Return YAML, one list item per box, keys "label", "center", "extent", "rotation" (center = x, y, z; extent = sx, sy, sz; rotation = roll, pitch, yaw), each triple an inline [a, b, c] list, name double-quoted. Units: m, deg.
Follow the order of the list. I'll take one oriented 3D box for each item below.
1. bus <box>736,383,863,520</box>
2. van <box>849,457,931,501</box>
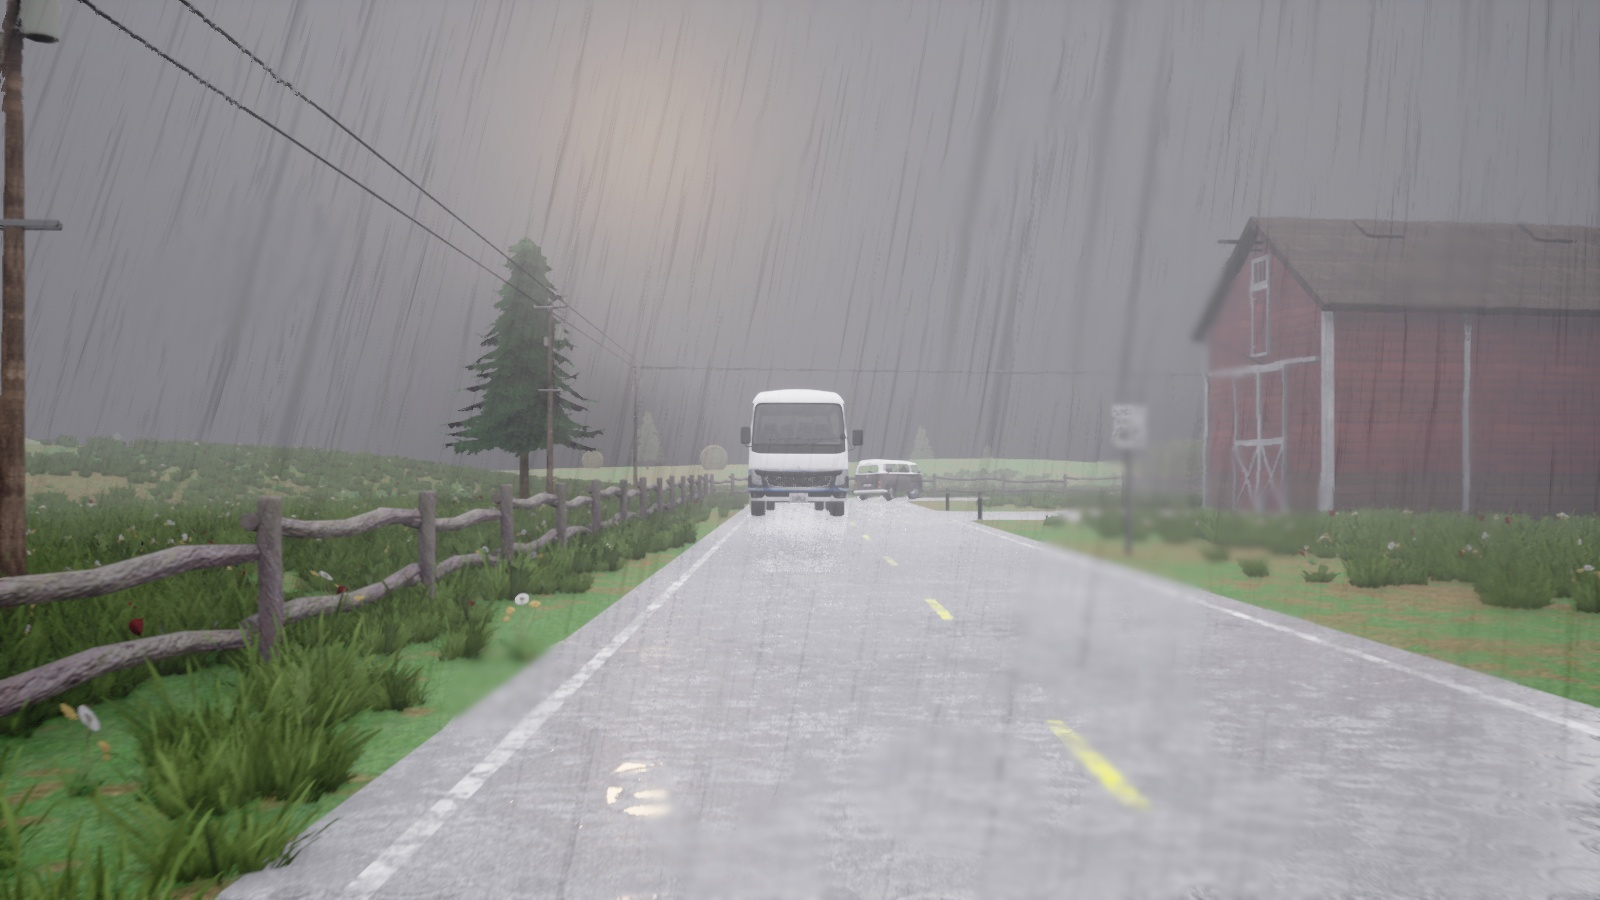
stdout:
- label: "bus"
  center: [-0.120, 0.111, 44.344]
  extent: [3.944, 4.253, 10.273]
  rotation: [0, -1, -1]
- label: "van"
  center: [4.604, 1.481, 63.521]
  extent: [2.069, 2.038, 4.480]
  rotation: [-4, -3, 34]
